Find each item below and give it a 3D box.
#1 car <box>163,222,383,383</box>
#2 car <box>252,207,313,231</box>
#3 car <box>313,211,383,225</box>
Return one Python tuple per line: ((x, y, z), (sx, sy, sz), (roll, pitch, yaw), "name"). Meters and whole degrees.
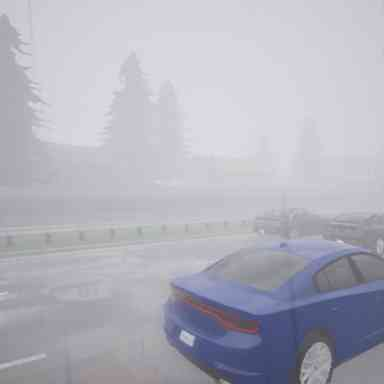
((1.961, 1.480, 5.154), (5.008, 1.535, 1.882), (0, 0, -35), "car")
((5.035, 1.498, 15.933), (4.902, 1.511, 2.128), (0, 0, -35), "car")
((7.155, 1.511, 13.145), (4.892, 1.490, 1.837), (0, 0, -35), "car")
